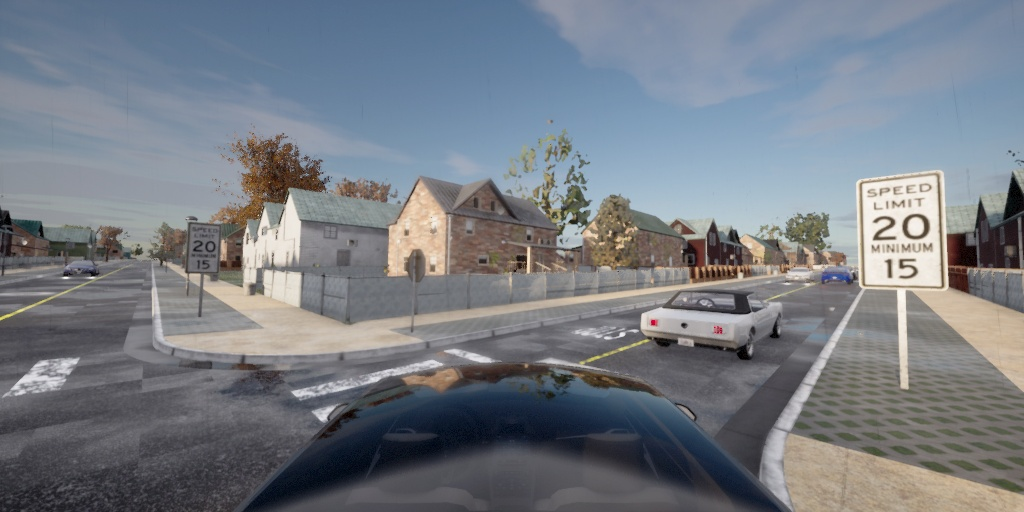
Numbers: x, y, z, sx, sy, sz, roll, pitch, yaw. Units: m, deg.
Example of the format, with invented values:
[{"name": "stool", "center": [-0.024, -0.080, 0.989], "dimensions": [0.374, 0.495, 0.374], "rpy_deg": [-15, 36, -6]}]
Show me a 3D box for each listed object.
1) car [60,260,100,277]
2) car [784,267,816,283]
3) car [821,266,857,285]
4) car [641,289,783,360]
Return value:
[{"name": "car", "center": [-40.002, 1.130, 33.410], "dimensions": [4.674, 1.442, 1.812], "rpy_deg": [0, -3, 45]}, {"name": "car", "center": [28.327, 1.845, 35.205], "dimensions": [4.674, 1.442, 1.812], "rpy_deg": [1, -2, -44]}, {"name": "car", "center": [28.919, 1.710, 31.858], "dimensions": [5.008, 1.535, 1.882], "rpy_deg": [1, -2, -44]}, {"name": "car", "center": [5.025, 1.439, 8.633], "dimensions": [4.718, 1.301, 1.895], "rpy_deg": [1, -2, -44]}]
